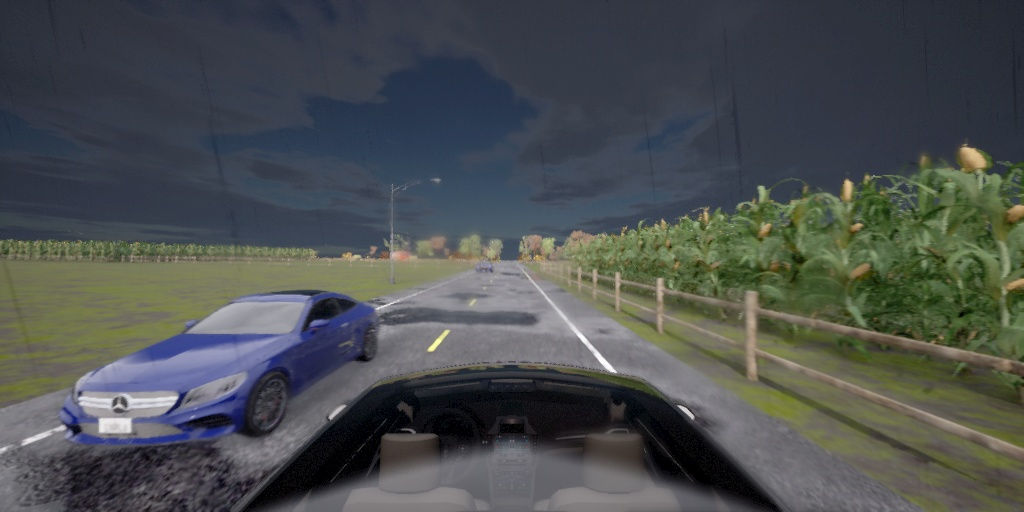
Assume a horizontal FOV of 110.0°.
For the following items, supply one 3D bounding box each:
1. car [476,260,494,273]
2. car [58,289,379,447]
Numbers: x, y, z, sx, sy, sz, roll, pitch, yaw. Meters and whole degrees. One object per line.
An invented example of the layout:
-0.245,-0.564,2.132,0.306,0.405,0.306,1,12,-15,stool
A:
-3.580,1.332,47.732,2.097,1.767,4.553,0,0,0,car
-3.599,1.295,5.585,1.812,1.442,4.674,0,0,0,car
